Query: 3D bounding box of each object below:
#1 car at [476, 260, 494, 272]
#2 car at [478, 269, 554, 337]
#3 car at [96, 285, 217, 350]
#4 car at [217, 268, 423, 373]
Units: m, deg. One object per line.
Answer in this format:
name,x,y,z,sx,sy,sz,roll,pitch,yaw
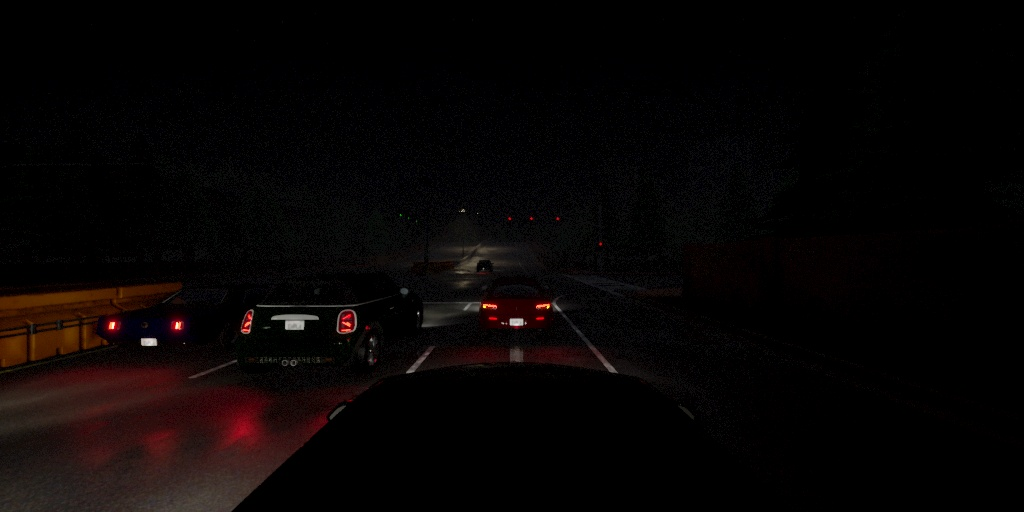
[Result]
car,-3.410,1.254,45.345,1.837,1.490,4.892,0,0,0
car,0.097,1.276,10.120,1.812,1.442,4.674,0,0,0
car,-6.902,1.351,9.044,1.895,1.301,4.718,0,0,0
car,-3.400,1.102,7.730,2.097,1.767,4.553,0,0,0
